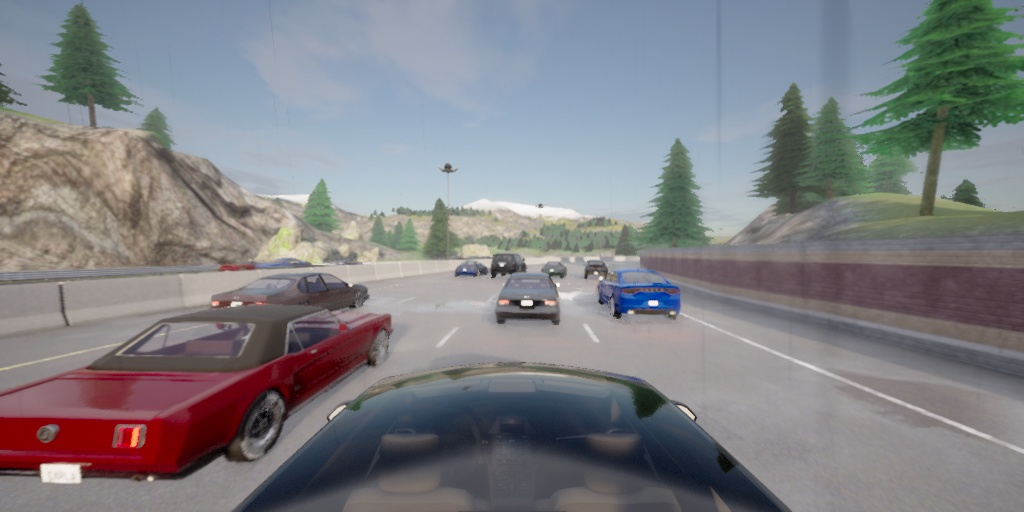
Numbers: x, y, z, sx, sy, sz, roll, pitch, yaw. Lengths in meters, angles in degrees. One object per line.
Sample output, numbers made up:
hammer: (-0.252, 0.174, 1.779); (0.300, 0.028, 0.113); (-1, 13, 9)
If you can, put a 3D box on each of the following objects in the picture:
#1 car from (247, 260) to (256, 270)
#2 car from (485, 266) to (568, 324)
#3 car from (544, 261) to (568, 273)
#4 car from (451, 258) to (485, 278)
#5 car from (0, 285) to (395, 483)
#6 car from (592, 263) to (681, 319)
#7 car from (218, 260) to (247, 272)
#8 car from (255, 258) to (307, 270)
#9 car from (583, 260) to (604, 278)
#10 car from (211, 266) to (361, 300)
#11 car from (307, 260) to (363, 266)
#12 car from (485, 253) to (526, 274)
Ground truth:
car: (-21.131, 0.911, 33.147); (1.882, 1.535, 5.008); (0, 0, 12)
car: (0.586, 1.229, 11.646); (2.033, 1.411, 5.357); (0, 0, 5)
car: (3.691, 1.121, 31.074); (1.994, 1.385, 4.181); (0, 0, 13)
car: (-3.452, 1.088, 31.249); (1.994, 1.385, 4.181); (0, 0, 12)
car: (-3.267, 1.314, 4.879); (1.895, 1.301, 4.718); (0, 0, 2)
car: (4.219, 1.168, 12.626); (1.882, 1.535, 5.008); (0, 0, 5)
car: (-24.609, 1.015, 33.660); (1.895, 1.301, 4.718); (0, 0, 12)
car: (-18.247, 1.070, 29.834); (1.895, 1.301, 4.718); (0, 0, 11)
car: (7.118, 1.081, 30.421); (1.837, 1.490, 4.892); (0, 0, 13)
car: (-6.465, 1.201, 11.188); (2.033, 1.411, 5.357); (0, 0, 4)
car: (-14.516, 1.027, 30.767); (2.033, 1.411, 5.357); (0, 0, 11)
car: (-0.215, 0.770, 29.806); (2.150, 2.045, 5.566); (0, 0, 12)
